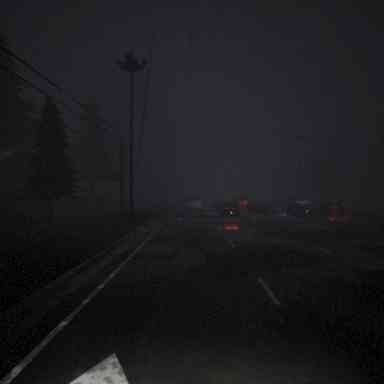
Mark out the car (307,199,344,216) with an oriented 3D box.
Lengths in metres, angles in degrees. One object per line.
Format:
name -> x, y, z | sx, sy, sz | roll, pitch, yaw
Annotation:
car -> 14.230, 1.727, 34.977 | 2.128, 1.511, 4.902 | 0, 0, 0

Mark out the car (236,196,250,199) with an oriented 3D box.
car -> 7.264, 1.542, 47.977 | 2.150, 2.045, 5.566 | 0, 0, 1

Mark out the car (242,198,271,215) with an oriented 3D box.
car -> 7.243, 1.732, 37.963 | 1.882, 1.535, 5.008 | 0, 0, 0

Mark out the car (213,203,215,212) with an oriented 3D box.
car -> 3.744, 1.842, 44.140 | 2.033, 1.411, 5.357 | 0, 0, 1

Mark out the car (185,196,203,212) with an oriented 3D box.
car -> 0.262, 1.516, 44.303 | 2.150, 2.045, 5.566 | 0, 0, 0

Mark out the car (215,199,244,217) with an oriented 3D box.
car -> 3.725, 1.730, 33.705 | 1.837, 1.490, 4.892 | 0, 0, 0

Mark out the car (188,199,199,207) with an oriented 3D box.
car -> 0.328, 1.968, 60.875 | 1.994, 1.385, 4.181 | 0, 0, 0

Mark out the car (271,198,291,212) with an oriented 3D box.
car -> 10.741, 1.836, 43.030 | 2.033, 1.411, 5.357 | 0, 0, 0

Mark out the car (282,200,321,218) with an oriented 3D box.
car -> 10.722, 1.785, 32.926 | 1.994, 1.385, 4.181 | 0, 0, 0

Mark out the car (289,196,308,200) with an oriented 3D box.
car -> 14.259, 1.525, 45.227 | 2.150, 2.045, 5.566 | 0, 0, 0
